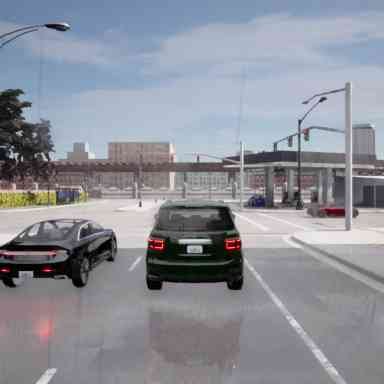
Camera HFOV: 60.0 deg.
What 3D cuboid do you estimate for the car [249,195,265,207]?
[{"bbox_3d":[9.651,1.295,49.415,2.242,1.667,4.611,0,0,0],"label":"car"}]

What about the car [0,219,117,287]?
[{"bbox_3d":[-3.431,1.492,9.315,2.128,1.511,4.902,0,0,0],"label":"car"}]

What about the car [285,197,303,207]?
[{"bbox_3d":[15.395,1.456,50.184,1.970,1.475,3.806,0,0,0],"label":"car"}]

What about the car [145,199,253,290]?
[{"bbox_3d":[0.073,1.221,9.231,2.150,2.045,5.566,0,0,0],"label":"car"}]

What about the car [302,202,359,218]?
[{"bbox_3d":[12.355,1.564,29.288,4.181,1.385,1.994,0,0,-1],"label":"car"}]
